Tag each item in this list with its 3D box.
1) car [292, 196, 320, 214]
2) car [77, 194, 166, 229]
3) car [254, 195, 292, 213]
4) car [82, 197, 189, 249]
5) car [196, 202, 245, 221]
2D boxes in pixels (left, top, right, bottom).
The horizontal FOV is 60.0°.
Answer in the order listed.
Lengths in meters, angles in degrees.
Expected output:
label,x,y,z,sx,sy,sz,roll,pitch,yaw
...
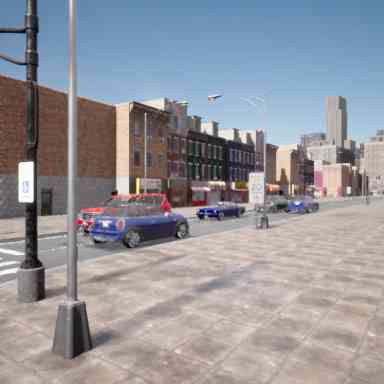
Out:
label,x,y,z,sx,sy,sz,roll,pitch,yaw
car,11.206,1.142,33.203,2.097,1.767,4.553,0,0,35
car,-3.394,1.118,17.779,2.150,2.045,5.566,0,0,35
car,8.087,1.140,33.885,2.097,1.767,4.553,0,0,36
car,-2.106,1.268,14.509,2.097,1.767,4.553,0,0,35
car,2.284,1.436,25.766,1.895,1.301,4.718,0,0,35
